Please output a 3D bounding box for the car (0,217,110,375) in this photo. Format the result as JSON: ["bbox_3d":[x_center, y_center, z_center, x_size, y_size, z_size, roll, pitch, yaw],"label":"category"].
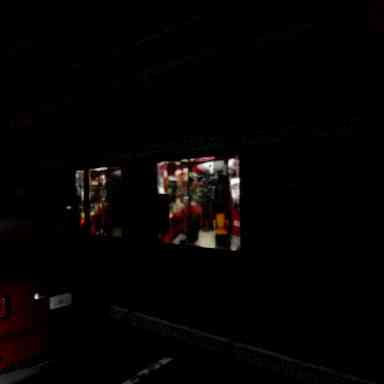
[{"bbox_3d":[-3.428,1.313,5.149,5.009,1.841,2.192,0,-1,36],"label":"car"}]
